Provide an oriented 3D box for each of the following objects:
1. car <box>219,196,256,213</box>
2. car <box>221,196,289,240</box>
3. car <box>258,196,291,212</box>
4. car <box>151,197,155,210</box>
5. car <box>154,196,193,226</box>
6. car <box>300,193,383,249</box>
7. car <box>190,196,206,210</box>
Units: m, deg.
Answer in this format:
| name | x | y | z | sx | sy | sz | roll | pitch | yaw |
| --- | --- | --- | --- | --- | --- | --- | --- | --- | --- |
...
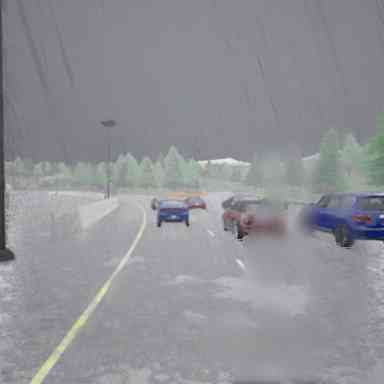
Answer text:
| name | x | y | z | sx | sy | sz | roll | pitch | yaw |
| --- | --- | --- | --- | --- | --- | --- | --- | --- | --- |
| car | 4.296 | 1.139 | 32.286 | 2.033 | 1.411 | 5.357 | 0 | 1 | -9 |
| car | 2.778 | 1.150 | 15.833 | 2.097 | 1.767 | 4.553 | 0 | 1 | -5 |
| car | 8.260 | 1.131 | 33.695 | 1.994 | 1.385 | 4.181 | 0 | 1 | -4 |
| car | -3.386 | 1.166 | 35.493 | 1.895 | 1.301 | 4.718 | 0 | 1 | -10 |
| car | -1.276 | 1.217 | 21.117 | 1.882 | 1.535 | 5.008 | 0 | 0 | -6 |
| car | 6.464 | 1.037 | 13.881 | 2.150 | 2.045 | 5.566 | 0 | 1 | -4 |
| car | 0.183 | 1.125 | 35.354 | 1.994 | 1.385 | 4.181 | 0 | 1 | -10 |
